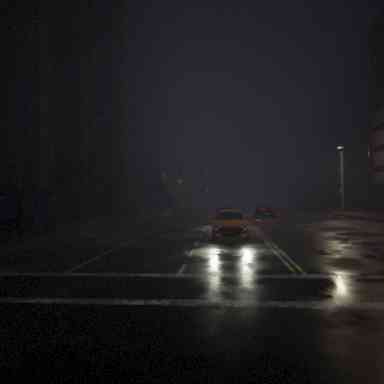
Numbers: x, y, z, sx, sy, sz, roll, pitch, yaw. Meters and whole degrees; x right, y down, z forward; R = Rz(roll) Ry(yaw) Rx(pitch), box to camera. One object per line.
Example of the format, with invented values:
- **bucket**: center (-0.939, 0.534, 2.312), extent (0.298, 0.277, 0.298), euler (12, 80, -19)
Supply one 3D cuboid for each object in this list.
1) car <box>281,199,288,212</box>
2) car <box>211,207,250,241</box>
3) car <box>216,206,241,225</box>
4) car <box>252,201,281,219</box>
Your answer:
- **car**: center (12.138, 2.077, 48.174), extent (2.033, 1.411, 5.357), euler (-1, -1, 6)
- **car**: center (2.116, 1.735, 18.516), extent (1.882, 1.535, 5.008), euler (-1, -1, 5)
- **car**: center (3.074, 1.944, 28.444), extent (1.994, 1.385, 4.181), euler (-1, -1, 5)
- **car**: center (7.291, 1.890, 33.923), extent (2.128, 1.511, 4.902), euler (-1, -1, 6)
